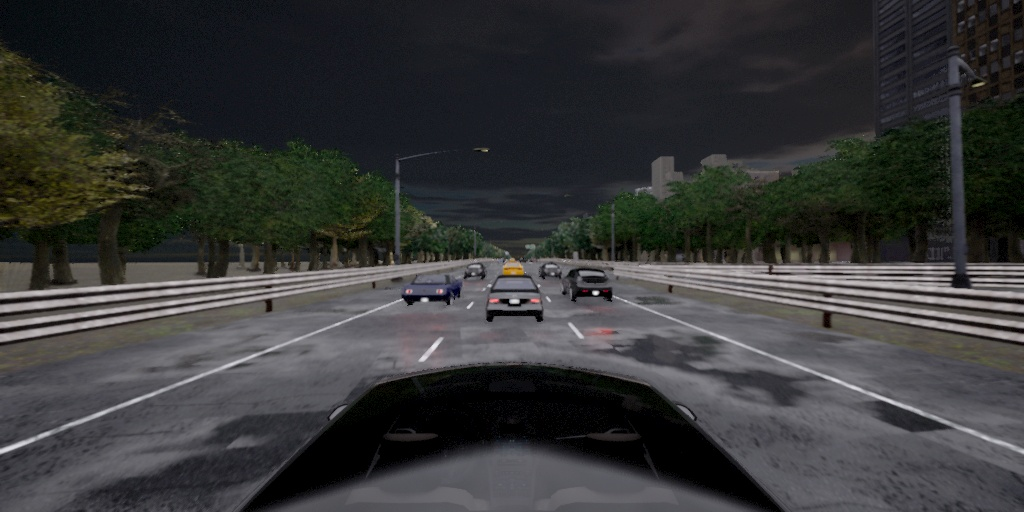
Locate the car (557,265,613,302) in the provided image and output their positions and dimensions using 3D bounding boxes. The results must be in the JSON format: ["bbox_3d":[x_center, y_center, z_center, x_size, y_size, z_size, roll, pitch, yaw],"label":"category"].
[{"bbox_3d":[3.595,1.346,17.797,1.837,1.490,4.892,0,0,0],"label":"car"}]

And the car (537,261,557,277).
[{"bbox_3d":[3.601,1.401,33.988,1.812,1.442,4.674,0,0,0],"label":"car"}]

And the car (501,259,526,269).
[{"bbox_3d":[0.101,1.353,34.567,1.882,1.535,5.008,0,0,0],"label":"car"}]

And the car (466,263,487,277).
[{"bbox_3d":[-3.409,1.402,33.976,1.812,1.442,4.674,0,0,0],"label":"car"}]

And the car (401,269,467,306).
[{"bbox_3d":[-3.407,1.435,16.261,1.895,1.301,4.718,0,0,0],"label":"car"}]

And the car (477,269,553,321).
[{"bbox_3d":[0.084,1.365,12.808,2.033,1.411,5.357,0,0,0],"label":"car"}]
